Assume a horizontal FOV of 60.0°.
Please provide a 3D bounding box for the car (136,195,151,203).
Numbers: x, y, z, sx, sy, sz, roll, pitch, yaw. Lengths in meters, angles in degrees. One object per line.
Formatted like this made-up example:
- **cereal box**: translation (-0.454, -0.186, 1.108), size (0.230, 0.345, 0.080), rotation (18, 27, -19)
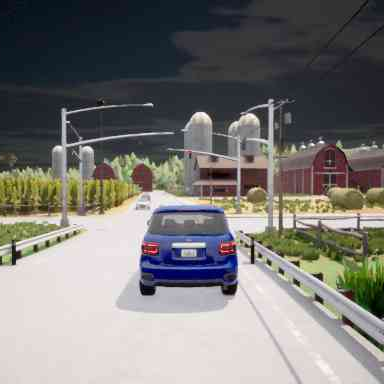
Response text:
- **car**: translation (-6.407, 1.531, 43.820), size (1.812, 1.442, 4.674), rotation (0, 1, -7)

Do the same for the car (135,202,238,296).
- **car**: translation (-0.110, 1.370, 9.166), size (2.150, 2.045, 5.566), rotation (0, -2, -1)

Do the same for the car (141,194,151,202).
- **car**: translation (-9.484, 1.147, 68.636), size (1.812, 1.442, 4.674), rotation (0, 1, -7)
